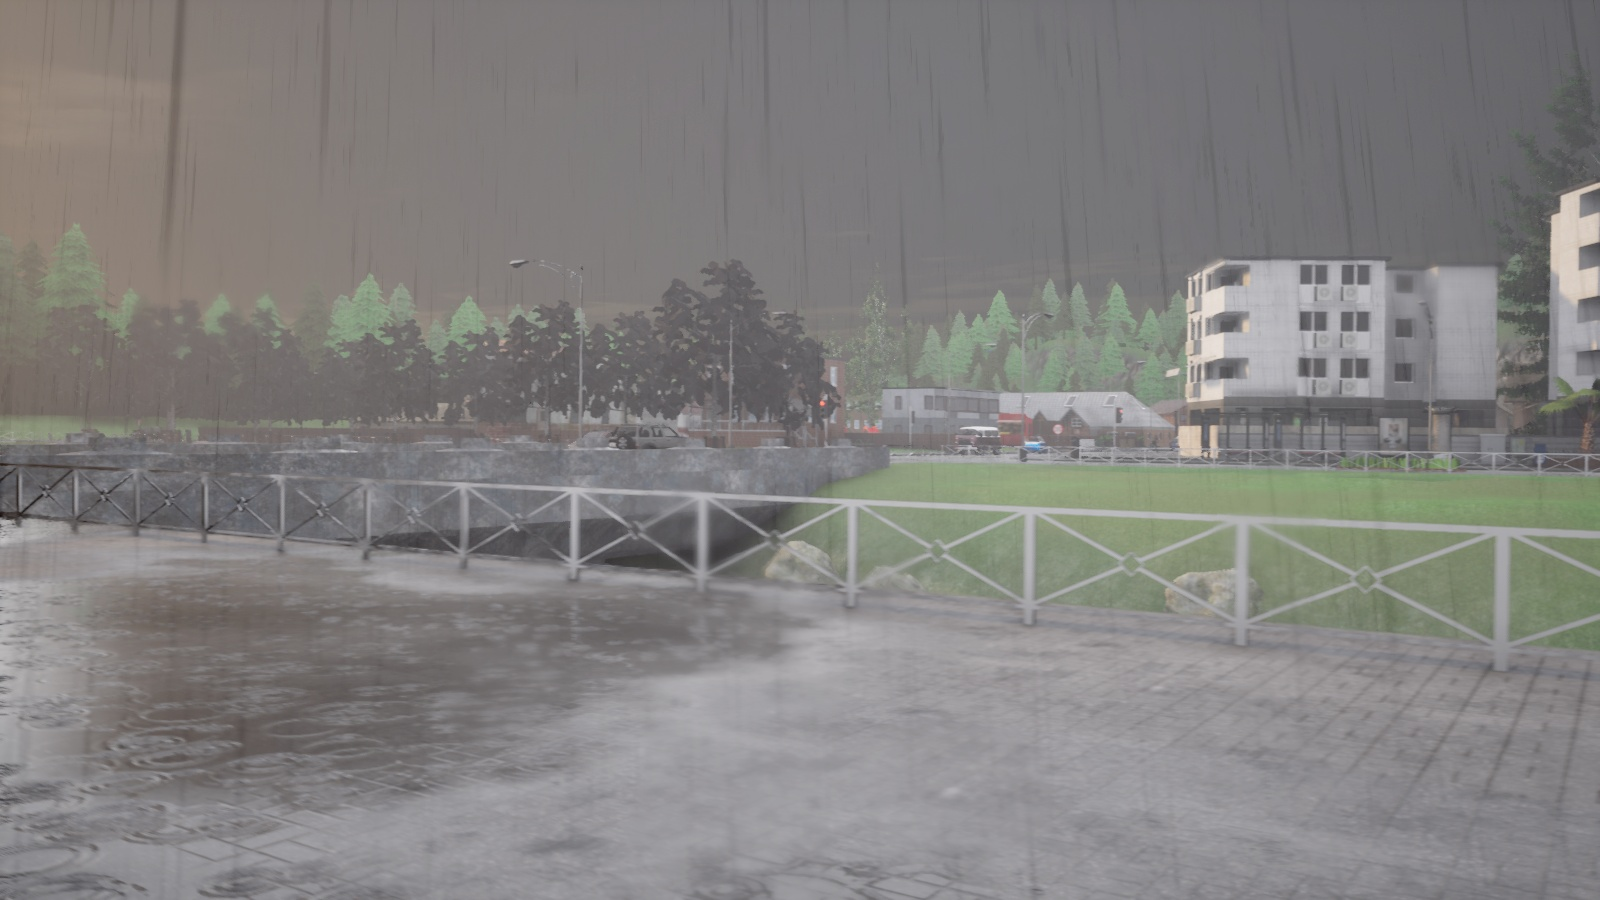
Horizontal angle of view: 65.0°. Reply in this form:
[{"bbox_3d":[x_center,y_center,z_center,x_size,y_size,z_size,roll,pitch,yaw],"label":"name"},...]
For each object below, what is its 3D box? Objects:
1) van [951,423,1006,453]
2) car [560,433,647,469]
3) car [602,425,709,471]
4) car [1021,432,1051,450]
[{"bbox_3d":[12.503,-0.856,87.972,2.069,2.038,4.480,0,1,34],"label":"van"},{"bbox_3d":[-8.738,0.025,55.979,1.789,1.549,3.705,0,1,34],"label":"car"},{"bbox_3d":[-6.029,-0.119,52.887,1.932,1.855,4.605,0,1,35],"label":"car"},{"bbox_3d":[18.115,-0.694,96.429,1.481,1.376,2.207,0,1,34],"label":"car"}]
